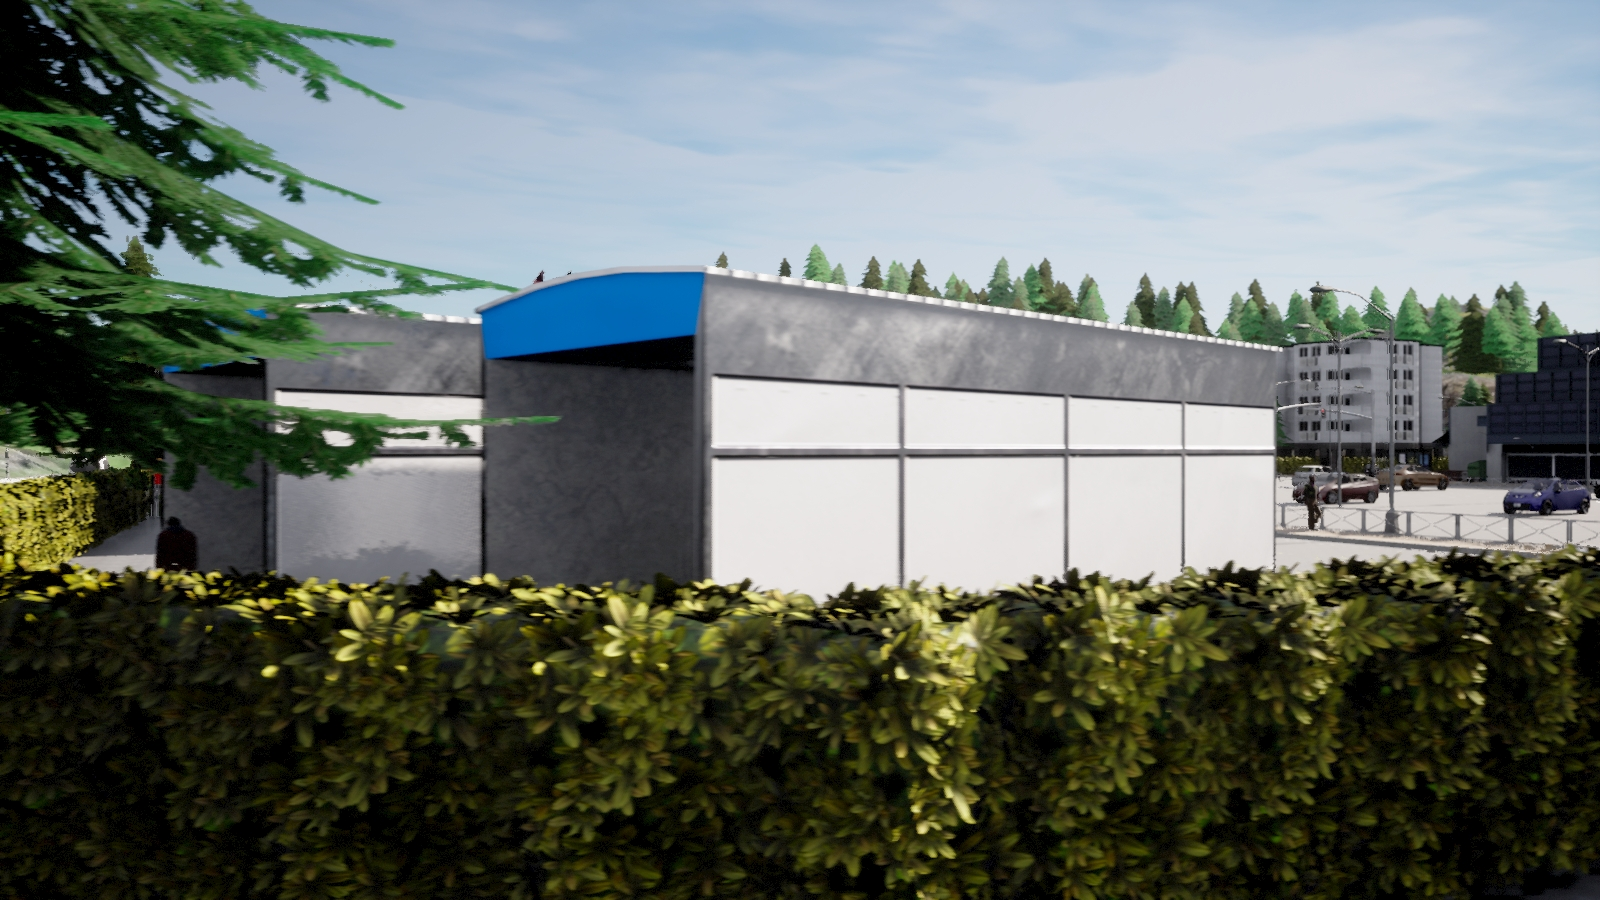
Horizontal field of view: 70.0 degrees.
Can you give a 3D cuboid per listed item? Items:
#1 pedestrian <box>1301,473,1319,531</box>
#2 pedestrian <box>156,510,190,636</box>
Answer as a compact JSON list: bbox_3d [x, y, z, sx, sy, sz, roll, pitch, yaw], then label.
[{"bbox_3d":[16.653,1.700,37.293,0.375,1.860,0.375,0,0,-26],"label":"pedestrian"},{"bbox_3d":[-9.502,1.851,17.321,0.375,1.860,0.375,0,0,-42],"label":"pedestrian"}]
